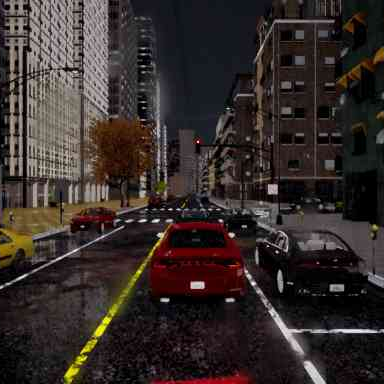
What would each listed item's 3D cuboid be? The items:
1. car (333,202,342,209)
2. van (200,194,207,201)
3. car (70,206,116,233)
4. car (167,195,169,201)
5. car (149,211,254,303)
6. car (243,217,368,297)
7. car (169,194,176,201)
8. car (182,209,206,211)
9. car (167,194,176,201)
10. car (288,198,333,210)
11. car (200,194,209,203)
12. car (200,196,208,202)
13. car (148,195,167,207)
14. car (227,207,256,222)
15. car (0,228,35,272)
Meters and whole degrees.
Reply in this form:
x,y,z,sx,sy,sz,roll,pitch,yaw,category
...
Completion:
x,y,z,sx,sy,sz,roll,pitch,yaw,category
18.889,1.259,38.870,4.829,1.417,1.752,-1,1,0,car
2.835,1.425,84.964,1.690,1.788,3.998,0,0,0,van
-5.658,1.549,19.452,1.887,1.381,4.507,0,0,0,car
-5.593,1.607,57.363,1.947,1.339,4.313,0,0,0,car
0.105,1.478,8.278,1.882,1.535,5.008,0,0,0,car
2.703,1.552,8.372,2.008,1.369,4.403,0,0,0,car
-5.546,1.650,84.978,1.947,1.339,4.313,0,0,0,car
0.118,1.605,18.369,1.895,1.301,4.718,0,0,0,car
-5.537,1.410,90.500,2.192,1.841,5.009,0,0,0,car
13.492,1.359,38.825,4.403,1.369,2.008,-1,1,0,car
2.816,1.630,73.917,1.947,1.339,4.313,0,0,0,car
2.826,1.599,79.610,1.752,1.417,4.829,0,0,0,car
-5.603,1.349,51.841,2.192,1.841,5.009,0,0,0,car
2.722,1.555,19.438,2.008,1.369,4.403,0,0,0,car
-5.677,1.526,8.217,1.752,1.417,4.829,0,0,0,car
